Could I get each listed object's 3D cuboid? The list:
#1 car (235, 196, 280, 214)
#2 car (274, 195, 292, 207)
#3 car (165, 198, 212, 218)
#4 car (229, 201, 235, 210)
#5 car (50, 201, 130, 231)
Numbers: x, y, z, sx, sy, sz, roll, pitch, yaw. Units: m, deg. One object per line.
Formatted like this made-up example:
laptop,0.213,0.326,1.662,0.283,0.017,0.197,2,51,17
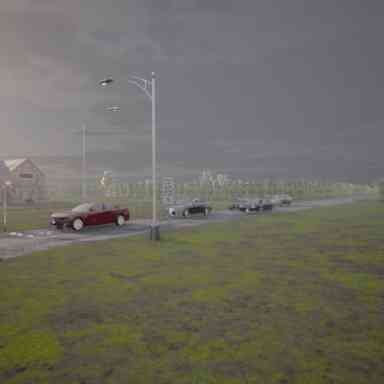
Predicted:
car,6.342,1.318,31.861,1.895,1.301,4.718,0,0,36
car,11.603,1.105,43.882,2.128,1.511,4.902,0,0,37
car,-0.228,1.281,27.918,2.128,1.511,4.902,0,0,36
car,5.661,1.265,35.880,1.994,1.385,4.181,0,0,37
car,-6.022,1.355,20.067,1.882,1.535,5.008,0,0,36
